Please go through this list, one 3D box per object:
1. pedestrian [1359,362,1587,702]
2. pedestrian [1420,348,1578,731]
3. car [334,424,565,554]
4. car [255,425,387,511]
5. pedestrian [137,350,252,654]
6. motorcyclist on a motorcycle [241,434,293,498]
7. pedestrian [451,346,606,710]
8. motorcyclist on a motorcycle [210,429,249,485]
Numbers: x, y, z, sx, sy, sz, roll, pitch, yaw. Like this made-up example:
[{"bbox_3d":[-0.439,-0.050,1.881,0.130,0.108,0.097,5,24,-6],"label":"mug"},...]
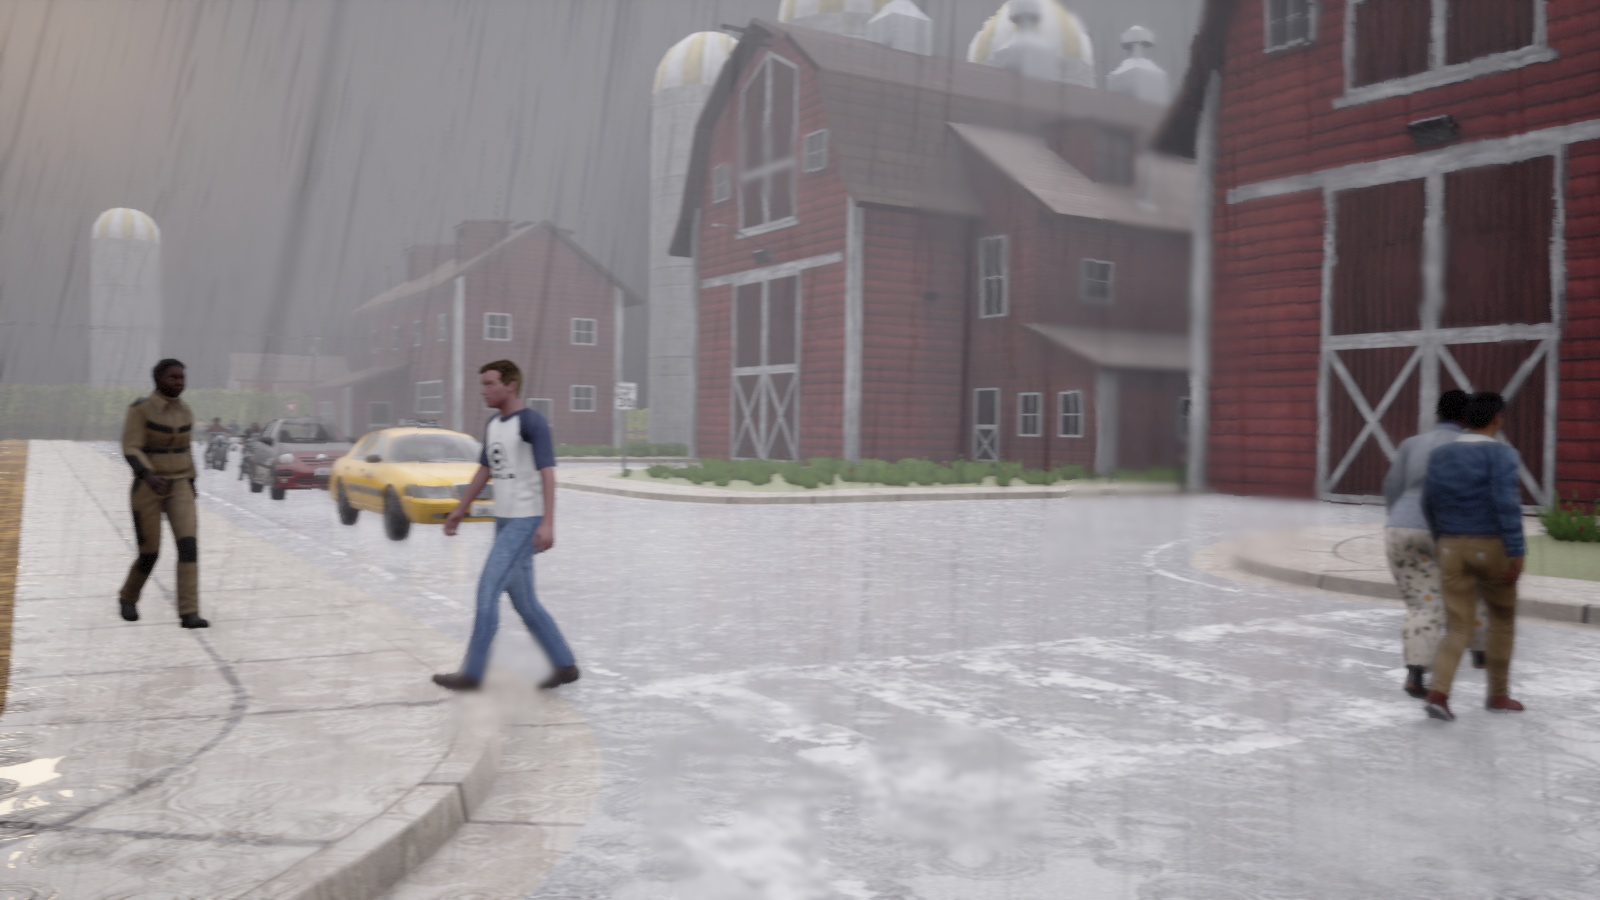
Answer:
[{"bbox_3d":[3.982,0.438,7.452,0.900,1.855,0.874,-1,1,-35],"label":"pedestrian"},{"bbox_3d":[3.774,0.450,6.778,0.788,1.949,0.423,-1,1,-34],"label":"pedestrian"},{"bbox_3d":[-5.211,0.451,18.050,1.801,1.575,5.366,-1,1,-31],"label":"car"},{"bbox_3d":[-9.925,0.313,25.845,1.851,1.617,3.988,-1,1,-31],"label":"car"},{"bbox_3d":[-4.028,0.327,8.345,0.692,1.930,0.396,0,1,38],"label":"pedestrian"},{"bbox_3d":[-13.479,0.374,31.722,0.866,1.530,2.191,-1,1,-31],"label":"motorcyclist on a motorcycle"},{"bbox_3d":[-1.436,0.387,6.663,0.706,1.836,0.354,-1,1,-35],"label":"pedestrian"},{"bbox_3d":[-17.268,0.191,37.980,0.766,1.649,2.350,-1,1,-31],"label":"motorcyclist on a motorcycle"}]
